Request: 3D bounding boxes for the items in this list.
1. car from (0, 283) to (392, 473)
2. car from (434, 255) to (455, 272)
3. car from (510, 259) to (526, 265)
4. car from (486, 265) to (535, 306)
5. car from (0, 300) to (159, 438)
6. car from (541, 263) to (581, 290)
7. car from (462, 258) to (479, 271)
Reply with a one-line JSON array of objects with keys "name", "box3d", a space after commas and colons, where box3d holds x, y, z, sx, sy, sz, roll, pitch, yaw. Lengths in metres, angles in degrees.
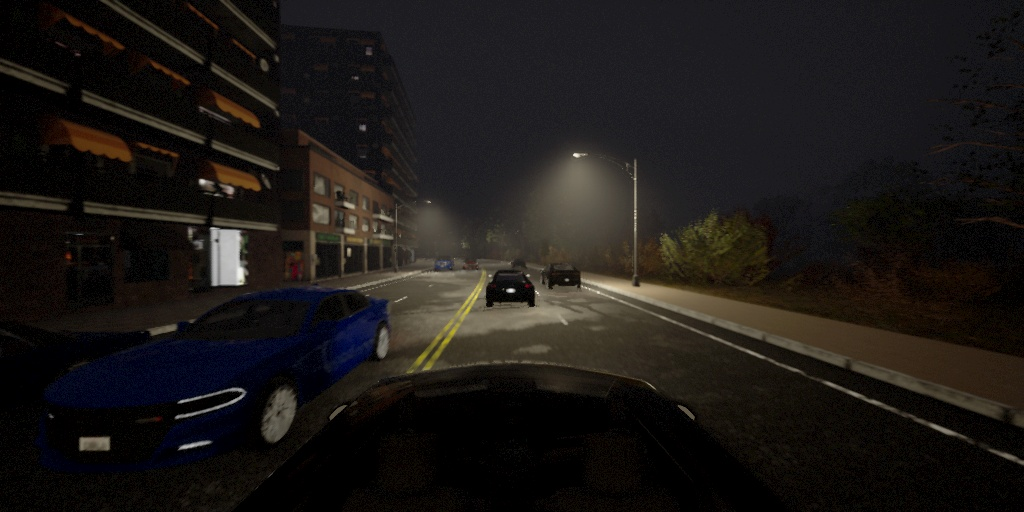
[{"name": "car", "box3d": [-3.380, 1.234, 5.383, 1.882, 1.535, 5.008, 0, 0, 0]}, {"name": "car", "box3d": [-8.519, 0.893, 45.452, 2.150, 2.045, 5.566, 0, 0, -5]}, {"name": "car", "box3d": [0.866, 1.112, 51.635, 1.837, 1.490, 4.892, 0, 0, -6]}, {"name": "car", "box3d": [-0.100, 1.284, 15.662, 1.994, 1.385, 4.181, 0, 0, -2]}, {"name": "car", "box3d": [-6.613, 1.374, 3.403, 1.895, 1.301, 4.718, 0, 0, 0]}, {"name": "car", "box3d": [2.930, 1.168, 22.235, 1.882, 1.535, 5.008, 0, 0, -2]}, {"name": "car", "box3d": [-5.476, 1.002, 47.811, 2.097, 1.767, 4.553, 0, 0, -5]}]
